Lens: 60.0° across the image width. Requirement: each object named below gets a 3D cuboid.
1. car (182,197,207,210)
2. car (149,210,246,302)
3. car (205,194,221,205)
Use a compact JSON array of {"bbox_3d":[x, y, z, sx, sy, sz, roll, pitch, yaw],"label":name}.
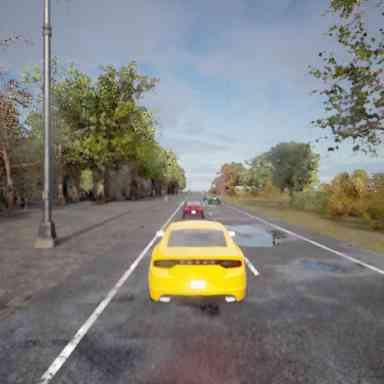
[{"bbox_3d":[0.119,1.420,28.768,1.812,1.442,4.674,0,0,0],"label":"car"},{"bbox_3d":[0.103,1.447,8.252,1.882,1.535,5.008,0,0,0],"label":"car"},{"bbox_3d":[3.634,1.153,54.860,2.097,1.767,4.553,0,0,0],"label":"car"}]
